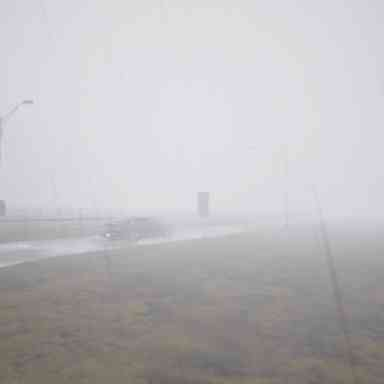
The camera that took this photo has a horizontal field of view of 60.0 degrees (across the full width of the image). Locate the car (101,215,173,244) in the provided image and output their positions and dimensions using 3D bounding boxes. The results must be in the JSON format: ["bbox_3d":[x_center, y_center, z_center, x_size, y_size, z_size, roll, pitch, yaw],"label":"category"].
[{"bbox_3d":[-3.100,2.163,19.839,1.837,1.490,4.892,-2,-3,35],"label":"car"}]
